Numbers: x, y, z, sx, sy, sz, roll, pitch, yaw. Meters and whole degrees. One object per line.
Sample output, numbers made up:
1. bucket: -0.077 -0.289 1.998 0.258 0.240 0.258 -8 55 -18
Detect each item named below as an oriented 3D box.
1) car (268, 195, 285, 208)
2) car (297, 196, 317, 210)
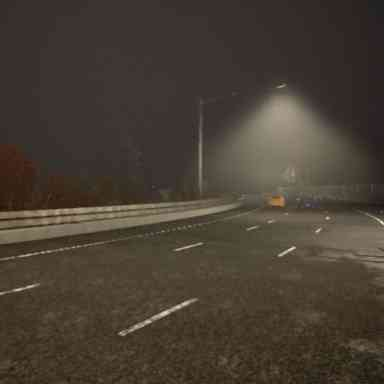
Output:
1. car: 10.450 1.163 41.228 1.882 1.535 5.008 1 1 16
2. car: 13.281 1.208 38.452 1.882 1.535 5.008 1 1 17
